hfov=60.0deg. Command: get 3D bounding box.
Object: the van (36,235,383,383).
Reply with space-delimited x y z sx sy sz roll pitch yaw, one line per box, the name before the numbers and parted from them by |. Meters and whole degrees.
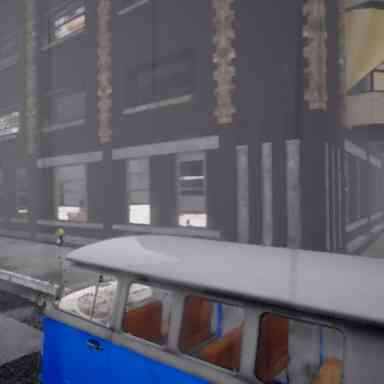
van | 0.446 1.338 2.580 3.998 1.788 1.690 0 -1 36
